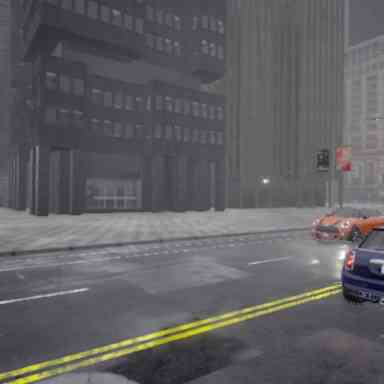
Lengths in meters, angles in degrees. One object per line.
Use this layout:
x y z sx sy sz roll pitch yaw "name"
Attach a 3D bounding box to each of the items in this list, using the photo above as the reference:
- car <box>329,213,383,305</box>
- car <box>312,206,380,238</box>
5.274 1.455 7.162 4.553 1.767 2.097 1 -1 -35 "car"
8.385 1.563 17.558 4.553 1.767 2.097 1 -1 -35 "car"
